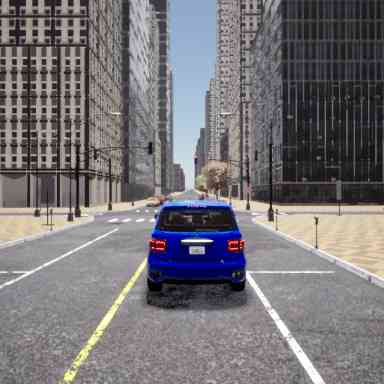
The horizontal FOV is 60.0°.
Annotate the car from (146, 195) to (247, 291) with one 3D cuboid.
[{"bbox_3d":[0.098,1.221,9.112,2.150,2.045,5.566,0,0,0],"label":"car"}]

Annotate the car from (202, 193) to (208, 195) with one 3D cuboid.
[{"bbox_3d":[2.821,1.400,50.283,1.967,1.590,4.097,0,0,0],"label":"car"}]

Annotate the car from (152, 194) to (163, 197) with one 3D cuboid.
[{"bbox_3d":[-5.819,1.485,50.113,1.752,1.417,4.829,0,0,0],"label":"car"}]

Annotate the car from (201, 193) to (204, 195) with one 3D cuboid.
[{"bbox_3d":[2.691,1.224,72.984,2.192,1.841,5.009,0,0,0],"label":"car"}]

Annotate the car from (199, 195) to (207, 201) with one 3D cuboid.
[{"bbox_3d":[2.689,1.422,84.333,1.887,1.381,4.507,0,0,0],"label":"car"}]

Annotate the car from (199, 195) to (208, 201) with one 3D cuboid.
[{"bbox_3d":[2.690,1.419,78.829,1.752,1.417,4.829,0,0,0],"label":"car"}]

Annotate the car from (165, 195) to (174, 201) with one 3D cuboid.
[{"bbox_3d":[-5.691,1.428,84.339,2.008,1.369,4.403,0,0,0],"label":"car"}]

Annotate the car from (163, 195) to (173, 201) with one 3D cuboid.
[{"bbox_3d":[-5.691,1.438,78.663,1.887,1.381,4.507,0,0,0],"label":"car"}]

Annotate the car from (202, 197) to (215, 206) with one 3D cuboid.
[{"bbox_3d":[2.790,1.500,55.961,2.008,1.369,4.403,0,0,0],"label":"car"}]

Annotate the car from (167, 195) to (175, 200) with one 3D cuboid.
[{"bbox_3d":[-5.691,1.411,90.014,2.008,1.369,4.403,0,0,0],"label":"car"}]

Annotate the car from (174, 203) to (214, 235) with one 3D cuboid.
[{"bbox_3d":[0.095,1.486,19.842,2.128,1.511,4.902,0,0,0],"label":"car"}]
